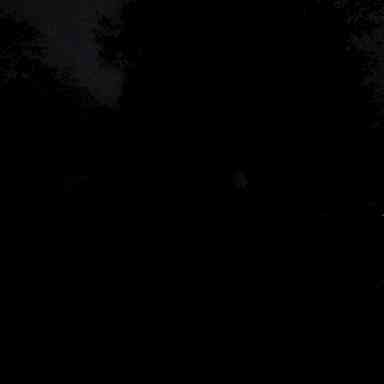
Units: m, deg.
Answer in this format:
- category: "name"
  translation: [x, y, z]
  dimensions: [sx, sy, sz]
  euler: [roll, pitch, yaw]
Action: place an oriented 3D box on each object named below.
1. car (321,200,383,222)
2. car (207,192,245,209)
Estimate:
- category: "car"
  translation: [11.882, 1.311, 24.887]
  dimensions: [1.882, 1.535, 5.008]
  euler: [2, 1, -28]
- category: "car"
  translation: [3.454, 0.733, 31.435]
  dimensions: [1.882, 1.535, 5.008]
  euler: [2, 1, -35]
